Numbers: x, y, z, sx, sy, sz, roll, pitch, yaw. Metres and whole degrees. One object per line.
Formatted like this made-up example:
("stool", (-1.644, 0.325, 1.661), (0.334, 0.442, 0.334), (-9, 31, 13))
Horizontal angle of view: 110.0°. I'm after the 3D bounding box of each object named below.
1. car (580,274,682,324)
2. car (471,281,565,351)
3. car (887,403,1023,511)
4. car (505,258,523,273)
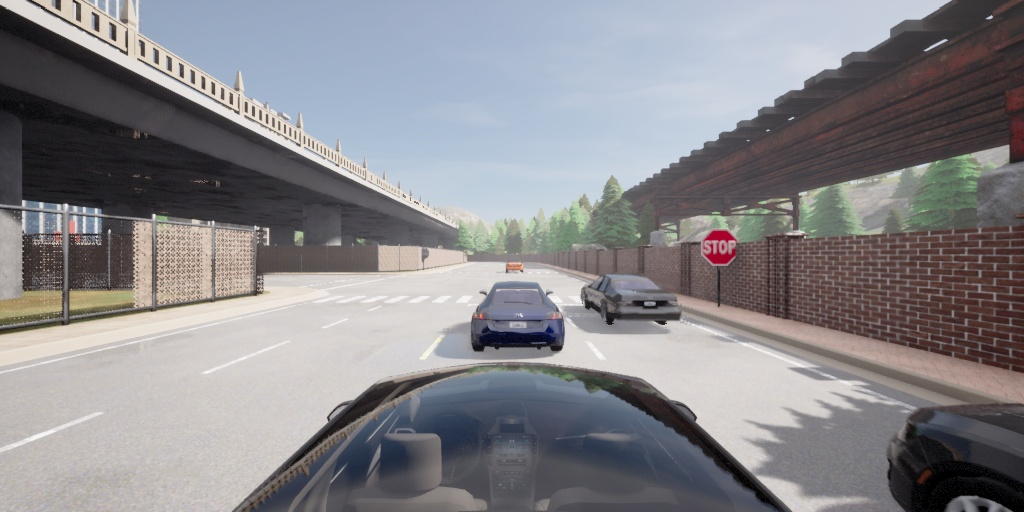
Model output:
("car", (3.624, 1.298, 11.908), (2.033, 1.411, 5.357), (0, 0, 0))
("car", (0.116, 1.314, 8.993), (1.994, 1.385, 4.181), (0, 0, 0))
("car", (3.596, 1.256, 0.504), (1.837, 1.490, 4.892), (0, 0, 0))
("car", (0.281, 1.102, 44.338), (2.097, 1.767, 4.553), (0, 0, -1))
